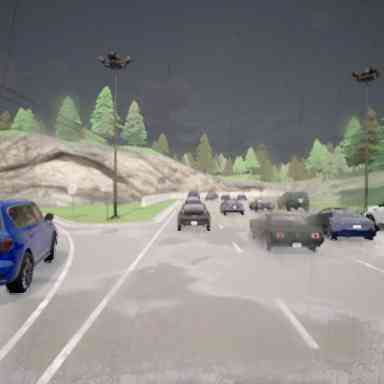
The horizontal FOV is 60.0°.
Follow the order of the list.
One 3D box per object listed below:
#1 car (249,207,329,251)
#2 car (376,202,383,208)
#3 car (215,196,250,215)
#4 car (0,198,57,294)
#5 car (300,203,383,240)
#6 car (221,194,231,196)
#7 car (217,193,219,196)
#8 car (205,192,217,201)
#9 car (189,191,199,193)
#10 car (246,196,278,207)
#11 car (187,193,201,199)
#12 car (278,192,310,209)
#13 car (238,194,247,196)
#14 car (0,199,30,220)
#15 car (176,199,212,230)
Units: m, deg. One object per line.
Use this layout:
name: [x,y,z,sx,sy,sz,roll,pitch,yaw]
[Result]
car: [3.606,1.510,13.617,1.895,1.301,4.718,0,0,0]
car: [10.607,1.114,16.053,2.150,2.045,5.566,0,0,0]
car: [3.611,1.344,30.550,2.033,1.411,5.357,0,0,0]
car: [-4.966,1.166,8.494,2.150,2.045,5.566,0,1,-13]
car: [7.107,1.455,16.323,1.994,1.385,4.181,0,0,0]
car: [7.193,1.059,70.190,1.812,1.442,4.674,0,0,6]
car: [4.976,0.690,77.975,2.097,1.767,4.553,0,0,17]
car: [3.549,1.098,67.569,2.033,1.411,5.357,0,0,2]
car: [0.589,0.735,73.881,2.150,2.045,5.566,0,0,9]
car: [7.114,1.372,34.465,1.895,1.301,4.718,0,0,0]
car: [0.114,1.228,37.600,1.882,1.535,5.008,0,0,0]
car: [10.614,0.988,35.104,2.150,2.045,5.566,0,0,0]
car: [10.799,1.053,71.043,1.812,1.442,4.674,0,0,9]
car: [-15.038,1.367,27.284,2.033,1.411,5.357,0,0,-39]
car: [0.109,1.372,19.902,1.837,1.490,4.892,0,0,0]
